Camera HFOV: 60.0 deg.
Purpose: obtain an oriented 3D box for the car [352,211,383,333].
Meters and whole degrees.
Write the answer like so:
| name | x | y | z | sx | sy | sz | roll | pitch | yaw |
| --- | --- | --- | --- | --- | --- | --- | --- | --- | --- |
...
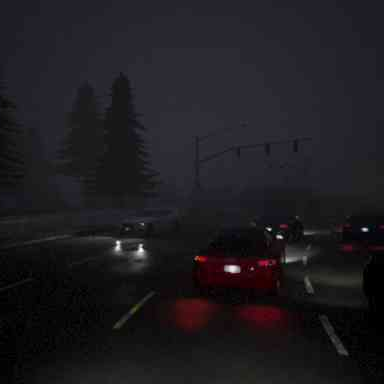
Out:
| name | x | y | z | sx | sy | sz | roll | pitch | yaw |
| --- | --- | --- | --- | --- | --- | --- | --- | --- | --- |
| car | 3.723 | 1.192 | 3.530 | 2.150 | 2.045 | 5.566 | -1 | -2 | 10 |

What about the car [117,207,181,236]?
| name | x | y | z | sx | sy | sz | roll | pitch | yaw |
| --- | --- | --- | --- | --- | --- | --- | --- | --- | --- |
| car | -2.300 | 1.640 | 19.213 | 1.812 | 1.442 | 4.674 | 0 | 0 | 26 |

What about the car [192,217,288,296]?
| name | x | y | z | sx | sy | sz | roll | pitch | yaw |
| --- | --- | --- | --- | --- | --- | --- | --- | --- | --- |
| car | 1.436 | 1.606 | 8.948 | 1.994 | 1.385 | 4.181 | 0 | 0 | 17 |

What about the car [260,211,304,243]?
| name | x | y | z | sx | sy | sz | roll | pitch | yaw |
| --- | --- | --- | --- | --- | --- | --- | --- | --- | --- |
| car | 4.342 | 1.647 | 16.832 | 1.994 | 1.385 | 4.181 | 0 | 0 | 28 |

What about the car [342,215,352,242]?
| name | x | y | z | sx | sy | sz | roll | pitch | yaw |
| --- | --- | --- | --- | --- | --- | --- | --- | --- | --- |
| car | 8.703 | 1.659 | 16.570 | 1.994 | 1.385 | 4.181 | 0 | 0 | 30 |
